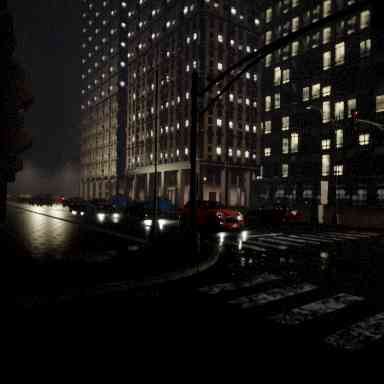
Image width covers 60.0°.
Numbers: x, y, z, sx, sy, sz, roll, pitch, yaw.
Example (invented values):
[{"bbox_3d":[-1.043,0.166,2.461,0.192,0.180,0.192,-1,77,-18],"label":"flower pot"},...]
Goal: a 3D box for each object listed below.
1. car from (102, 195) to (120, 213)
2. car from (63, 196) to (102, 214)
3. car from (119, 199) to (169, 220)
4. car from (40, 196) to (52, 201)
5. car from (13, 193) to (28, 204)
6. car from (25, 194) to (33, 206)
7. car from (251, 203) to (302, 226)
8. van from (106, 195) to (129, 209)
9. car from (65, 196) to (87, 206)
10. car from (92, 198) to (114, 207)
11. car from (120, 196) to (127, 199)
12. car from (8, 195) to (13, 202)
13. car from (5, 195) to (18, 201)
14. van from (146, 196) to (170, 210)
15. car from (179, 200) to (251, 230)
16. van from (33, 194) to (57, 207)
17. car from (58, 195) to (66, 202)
[{"bbox_3d":[-9.961,1.402,36.090,1.882,1.535,5.008,1,-1,-36],"label":"car"},{"bbox_3d":[-10.885,1.427,32.908,2.008,1.369,4.403,1,-1,-35],"label":"car"},{"bbox_3d":[-4.094,1.502,27.822,1.994,1.385,4.181,1,-1,-35],"label":"car"},{"bbox_3d":[-36.783,1.570,83.801,1.802,1.307,4.206,1,-1,-35],"label":"car"},{"bbox_3d":[-30.517,1.154,60.534,2.192,1.841,5.009,1,-1,-35],"label":"car"},{"bbox_3d":[-23.976,1.432,51.323,1.802,1.307,4.206,1,-1,-35],"label":"car"},{"bbox_3d":[5.765,1.505,23.952,1.967,1.590,4.097,1,-1,-35],"label":"car"},{"bbox_3d":[-10.597,1.368,46.973,1.690,1.788,3.998,1,-1,-35],"label":"van"},{"bbox_3d":[-18.900,1.456,54.177,2.128,1.511,4.902,1,-1,-35],"label":"car"},{"bbox_3d":[-13.874,1.586,51.574,1.947,1.339,4.313,1,-1,-35],"label":"car"},{"bbox_3d":[-7.328,1.584,42.366,2.008,1.369,4.403,1,-1,-35],"label":"car"},{"bbox_3d":[-37.066,1.396,69.740,1.947,1.339,4.313,1,-1,-35],"label":"car"},{"bbox_3d":[-40.338,1.377,74.343,2.008,1.369,4.403,1,-1,-35],"label":"car"},{"bbox_3d":[-4.052,1.382,37.764,1.690,1.788,3.998,1,-1,-35],"label":"van"},{"bbox_3d":[1.111,1.303,20.509,2.097,1.767,4.553,1,-1,-35],"label":"car"},{"bbox_3d":[-20.699,1.197,46.722,1.690,1.788,3.998,1,-1,-35],"label":"van"},{"bbox_3d":[-15.951,1.404,44.584,2.128,1.511,4.902,1,-1,-35],"label":"car"}]
